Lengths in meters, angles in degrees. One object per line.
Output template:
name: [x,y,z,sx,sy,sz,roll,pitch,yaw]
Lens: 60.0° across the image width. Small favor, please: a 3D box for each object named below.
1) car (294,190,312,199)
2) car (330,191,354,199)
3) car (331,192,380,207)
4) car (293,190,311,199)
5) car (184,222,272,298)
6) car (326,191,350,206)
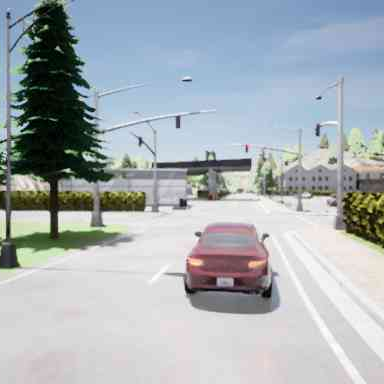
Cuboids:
car: [26.297,0.573,79.087,3.866,1.878,1.905,0,0,9]
car: [33.530,0.631,74.572,4.605,1.855,1.932,0,0,9]
car: [19.215,1.097,38.988,4.514,1.523,2.007,0,0,9]
car: [25.156,0.877,75.907,3.806,1.475,1.970,0,0,9]
car: [0.971,1.470,8.368,1.812,1.442,4.674,0,0,9]
car: [19.670,1.068,42.092,5.027,1.636,2.152,0,0,9]
